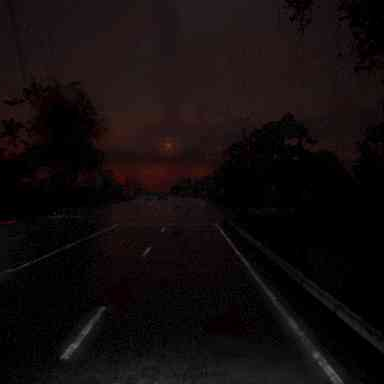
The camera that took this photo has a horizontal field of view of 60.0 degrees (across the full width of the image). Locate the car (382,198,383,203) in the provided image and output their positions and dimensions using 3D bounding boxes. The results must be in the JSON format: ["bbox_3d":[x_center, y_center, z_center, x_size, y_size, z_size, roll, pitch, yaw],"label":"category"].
[{"bbox_3d":[20.146,1.394,33.257,4.553,1.767,2.097,0,0,-3],"label":"car"}]

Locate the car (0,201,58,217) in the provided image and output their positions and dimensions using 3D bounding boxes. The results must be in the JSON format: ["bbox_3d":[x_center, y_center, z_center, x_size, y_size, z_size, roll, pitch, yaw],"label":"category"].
[{"bbox_3d":[-15.574,1.595,31.223,5.357,1.411,2.033,0,0,-3],"label":"car"}]

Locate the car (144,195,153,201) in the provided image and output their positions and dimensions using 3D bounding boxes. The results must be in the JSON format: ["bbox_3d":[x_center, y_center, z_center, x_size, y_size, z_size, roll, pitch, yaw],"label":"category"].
[{"bbox_3d":[-10.864,1.544,82.848,1.812,1.442,4.674,0,0,-2],"label":"car"}]

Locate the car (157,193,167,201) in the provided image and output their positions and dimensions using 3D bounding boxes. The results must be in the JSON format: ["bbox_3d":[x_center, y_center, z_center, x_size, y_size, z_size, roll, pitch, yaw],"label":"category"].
[{"bbox_3d":[-7.371,1.244,83.061,2.150,2.045,5.566,0,0,-2],"label":"car"}]
